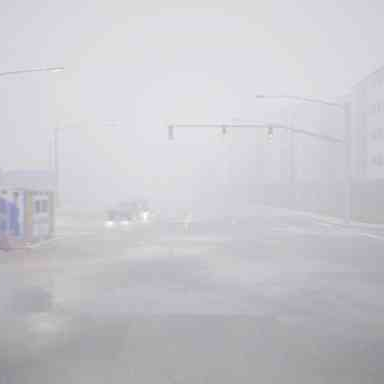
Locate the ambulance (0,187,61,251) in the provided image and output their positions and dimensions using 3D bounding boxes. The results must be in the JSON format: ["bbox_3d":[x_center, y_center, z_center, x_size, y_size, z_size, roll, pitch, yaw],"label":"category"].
[{"bbox_3d":[-8.312,1.032,12.015,6.366,2.431,2.351,0,0,0],"label":"ambulance"}]

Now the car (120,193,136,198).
[{"bbox_3d":[-9.940,1.139,53.373,2.150,2.045,5.566,0,0,-26],"label":"car"}]

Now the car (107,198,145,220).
[{"bbox_3d":[-5.698,1.528,28.369,2.033,1.411,5.357,0,0,1],"label":"car"}]

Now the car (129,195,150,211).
[{"bbox_3d":[-5.998,1.443,39.194,2.128,1.511,4.902,0,0,-7],"label":"car"}]
